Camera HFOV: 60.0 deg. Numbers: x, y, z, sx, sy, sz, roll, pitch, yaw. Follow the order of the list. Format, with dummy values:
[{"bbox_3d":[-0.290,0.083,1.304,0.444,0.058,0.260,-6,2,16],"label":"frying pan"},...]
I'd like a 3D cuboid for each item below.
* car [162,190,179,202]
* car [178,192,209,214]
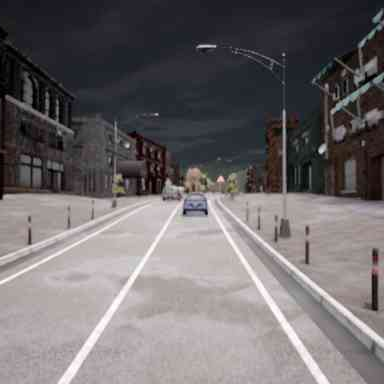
[{"bbox_3d":[-2.374,0.443,40.503,1.994,1.385,4.181,0,1,4],"label":"car"},{"bbox_3d":[0.266,0.833,24.938,2.033,1.411,5.357,0,2,1],"label":"car"}]
